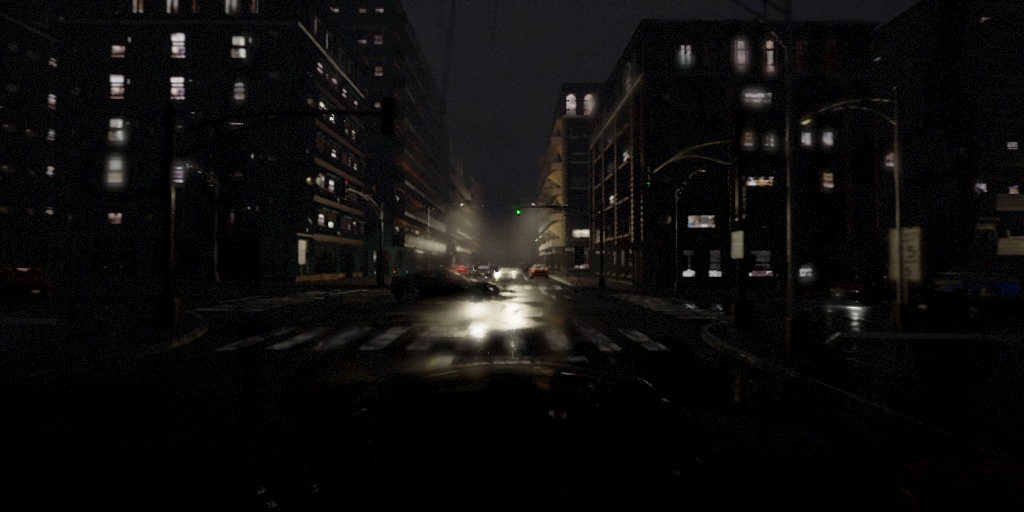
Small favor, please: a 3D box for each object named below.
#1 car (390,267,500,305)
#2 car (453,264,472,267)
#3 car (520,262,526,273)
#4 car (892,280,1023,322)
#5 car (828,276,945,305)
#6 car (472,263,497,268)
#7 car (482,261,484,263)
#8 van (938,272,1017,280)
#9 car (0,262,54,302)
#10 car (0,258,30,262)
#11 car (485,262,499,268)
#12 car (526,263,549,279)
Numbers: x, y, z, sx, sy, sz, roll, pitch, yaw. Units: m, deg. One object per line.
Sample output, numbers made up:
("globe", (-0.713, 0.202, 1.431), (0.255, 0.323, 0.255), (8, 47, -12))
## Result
("car", (-2.986, 1.394, 16.271), (4.902, 1.511, 2.128), (1, -1, -1))
("car", (-5.786, 1.704, 38.708), (1.888, 1.381, 4.507), (0, 0, 0))
("car", (2.683, 1.906, 54.477), (1.948, 1.339, 4.313), (0, 0, 0))
("car", (17.936, 1.763, 13.762), (4.403, 1.370, 2.007), (0, 0, -1))
("car", (20.092, 1.890, 19.584), (4.674, 1.442, 1.812), (1, -1, -1))
("car", (-3.092, 1.733, 39.611), (1.994, 1.385, 4.181), (0, -1, 0))
("car", (-5.698, 1.971, 60.139), (1.948, 1.339, 4.313), (0, 0, 0))
("van", (28.674, 1.917, 22.242), (3.998, 1.789, 1.690), (0, 0, -1))
("car", (-20.011, 1.037, 13.336), (4.507, 1.381, 1.888), (0, 0, -1))
("car", (-31.520, 0.877, 21.686), (4.097, 1.591, 1.967), (0, 0, -1))
("car", (-3.064, 1.956, 55.772), (1.895, 1.301, 4.718), (0, -1, 0))
("car", (2.797, 1.585, 37.487), (1.967, 1.591, 4.097), (0, 0, 0))
